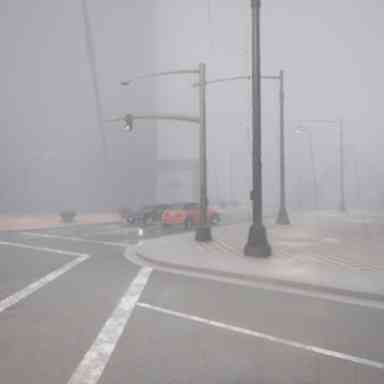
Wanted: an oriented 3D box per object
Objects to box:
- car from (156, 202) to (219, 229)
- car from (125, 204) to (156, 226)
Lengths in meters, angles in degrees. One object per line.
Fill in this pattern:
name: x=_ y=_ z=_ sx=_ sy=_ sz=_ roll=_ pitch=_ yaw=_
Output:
car: x=0.001 y=1.470 z=22.944 sx=2.097 sy=1.767 sz=4.553 roll=-1 pitch=0 yaw=36
car: x=-2.867 y=1.653 z=25.101 sx=1.837 sy=1.490 sz=4.892 roll=-1 pitch=0 yaw=36
